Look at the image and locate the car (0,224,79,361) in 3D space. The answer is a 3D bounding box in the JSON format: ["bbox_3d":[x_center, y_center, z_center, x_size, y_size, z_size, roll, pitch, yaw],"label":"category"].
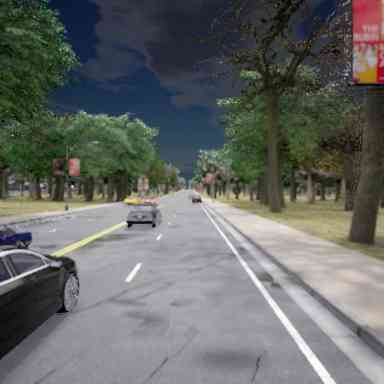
[{"bbox_3d":[-3.151,1.492,4.718,2.128,1.511,4.902,0,0,0],"label":"car"}]

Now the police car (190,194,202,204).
[{"bbox_3d":[0.970,1.491,67.128,1.930,1.638,5.238,0,0,0],"label":"police car"}]

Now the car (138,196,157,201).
[{"bbox_3d":[-6.573,1.394,51.498,2.097,1.767,4.553,0,0,0],"label":"car"}]

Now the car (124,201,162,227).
[{"bbox_3d":[-3.151,1.554,22.587,2.033,1.411,5.357,0,0,0],"label":"car"}]

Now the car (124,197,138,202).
[{"bbox_3d":[-9.804,1.524,54.446,1.882,1.535,5.008,0,0,1],"label":"car"}]
